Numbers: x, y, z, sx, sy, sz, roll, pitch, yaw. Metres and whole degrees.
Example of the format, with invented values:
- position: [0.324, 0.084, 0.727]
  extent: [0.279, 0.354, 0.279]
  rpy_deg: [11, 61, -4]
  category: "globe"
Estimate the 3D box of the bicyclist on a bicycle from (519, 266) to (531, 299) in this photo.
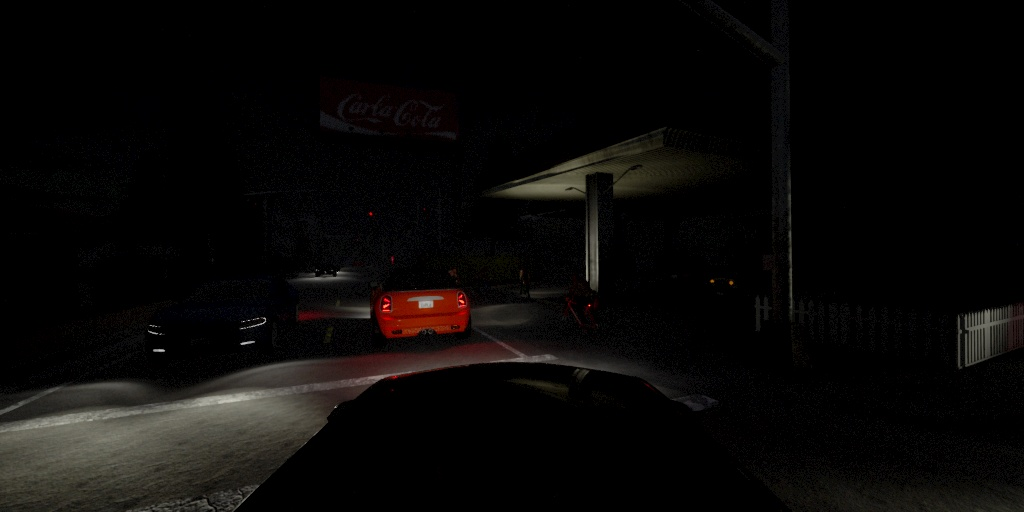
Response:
- position: [0.653, 1.314, 17.937]
  extent: [0.582, 1.620, 1.656]
  rpy_deg: [0, 0, 16]
  category: "bicyclist on a bicycle"

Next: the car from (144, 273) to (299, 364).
- position: [-6.319, 1.194, 8.387]
  extent: [1.882, 1.535, 5.008]
  rpy_deg: [0, 0, -24]
  category: "car"

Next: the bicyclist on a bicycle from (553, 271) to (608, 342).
- position: [1.640, 1.194, 8.735]
  extent: [0.582, 1.620, 1.656]
  rpy_deg: [3, -2, -43]
  category: "bicyclist on a bicycle"

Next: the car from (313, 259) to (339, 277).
- position: [-19.079, 1.342, 36.786]
  extent: [1.837, 1.490, 4.892]
  rpy_deg: [-1, 0, -26]
  category: "car"

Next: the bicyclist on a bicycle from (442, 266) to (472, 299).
- position: [-2.751, 1.294, 16.413]
  extent: [1.656, 1.620, 0.582]
  rpy_deg: [1, 0, 37]
  category: "bicyclist on a bicycle"

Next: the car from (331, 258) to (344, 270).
- position: [-25.253, 1.382, 50.336]
  extent: [2.128, 1.511, 4.902]
  rpy_deg: [0, 0, -24]
  category: "car"

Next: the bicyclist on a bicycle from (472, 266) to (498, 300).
- position: [-1.455, 1.322, 17.805]
  extent: [1.656, 1.620, 0.582]
  rpy_deg: [1, 0, -22]
  category: "bicyclist on a bicycle"

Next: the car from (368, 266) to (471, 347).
- position: [-2.614, 1.041, 9.486]
  extent: [2.097, 1.767, 4.553]
  rpy_deg: [0, 0, -22]
  category: "car"
